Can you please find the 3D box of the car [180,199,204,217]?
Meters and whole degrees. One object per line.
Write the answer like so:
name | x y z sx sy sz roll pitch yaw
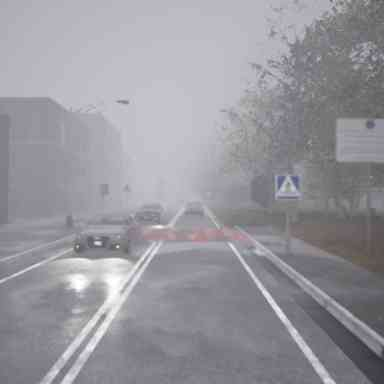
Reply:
car | 0.207 1.652 32.481 2.033 1.411 5.357 0 0 1

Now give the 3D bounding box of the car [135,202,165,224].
car | -3.178 1.585 25.702 1.837 1.490 4.892 0 -1 1

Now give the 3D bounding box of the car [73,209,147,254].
car | -3.268 1.607 13.603 1.994 1.385 4.181 0 0 1

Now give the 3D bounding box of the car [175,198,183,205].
car | -2.621 2.032 74.091 1.837 1.490 4.892 0 -1 1
